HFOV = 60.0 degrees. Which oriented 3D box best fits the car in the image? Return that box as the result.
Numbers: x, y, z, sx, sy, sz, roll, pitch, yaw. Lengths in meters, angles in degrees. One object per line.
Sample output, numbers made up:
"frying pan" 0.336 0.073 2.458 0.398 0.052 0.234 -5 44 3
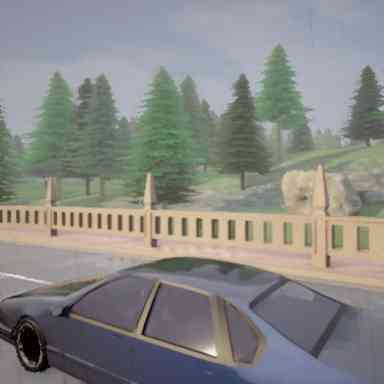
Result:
"car" -0.157 1.539 3.942 5.357 1.411 2.033 0 0 34
